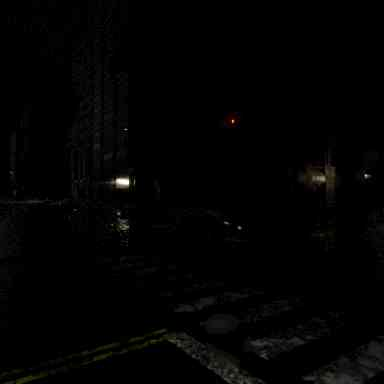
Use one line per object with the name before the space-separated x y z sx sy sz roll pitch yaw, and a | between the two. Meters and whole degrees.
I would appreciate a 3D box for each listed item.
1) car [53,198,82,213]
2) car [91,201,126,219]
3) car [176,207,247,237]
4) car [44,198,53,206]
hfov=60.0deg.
car | -15.019 1.722 40.718 2.033 1.411 5.357 1 -1 -34
car | -7.635 1.608 30.277 2.128 1.511 4.902 1 -1 -35
car | 0.929 1.573 18.743 1.812 1.442 4.674 0 -1 -40
car | -26.483 1.805 62.418 2.128 1.511 4.902 1 -1 -36
